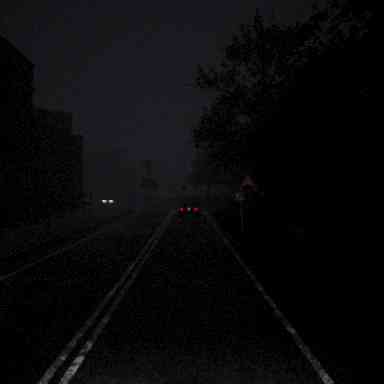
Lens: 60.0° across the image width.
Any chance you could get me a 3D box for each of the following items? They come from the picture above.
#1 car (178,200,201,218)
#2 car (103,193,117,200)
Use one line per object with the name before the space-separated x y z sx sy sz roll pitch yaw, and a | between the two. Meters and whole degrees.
car | -0.178 1.389 28.789 2.033 1.411 5.357 0 1 1
car | -14.868 0.808 60.377 1.994 1.385 4.181 0 1 -3
